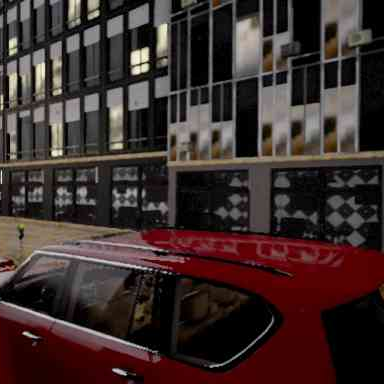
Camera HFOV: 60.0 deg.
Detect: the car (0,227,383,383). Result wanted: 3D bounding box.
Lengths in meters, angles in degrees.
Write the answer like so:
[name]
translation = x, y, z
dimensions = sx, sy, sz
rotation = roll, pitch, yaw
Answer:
[car]
translation = -0.589, 1.295, 3.274
dimensions = 5.009, 1.841, 2.192
rotation = 0, 1, 35
